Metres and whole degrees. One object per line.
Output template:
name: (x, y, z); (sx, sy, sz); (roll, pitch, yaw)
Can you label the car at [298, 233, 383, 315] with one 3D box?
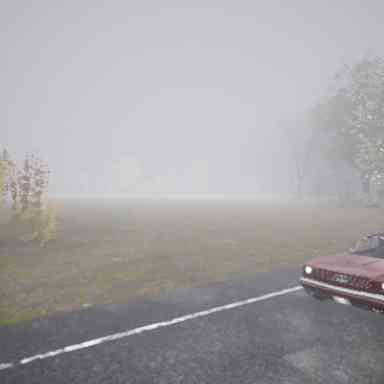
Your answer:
car: (4.435, 1.605, 7.157); (4.718, 1.301, 1.895); (0, 0, -36)
